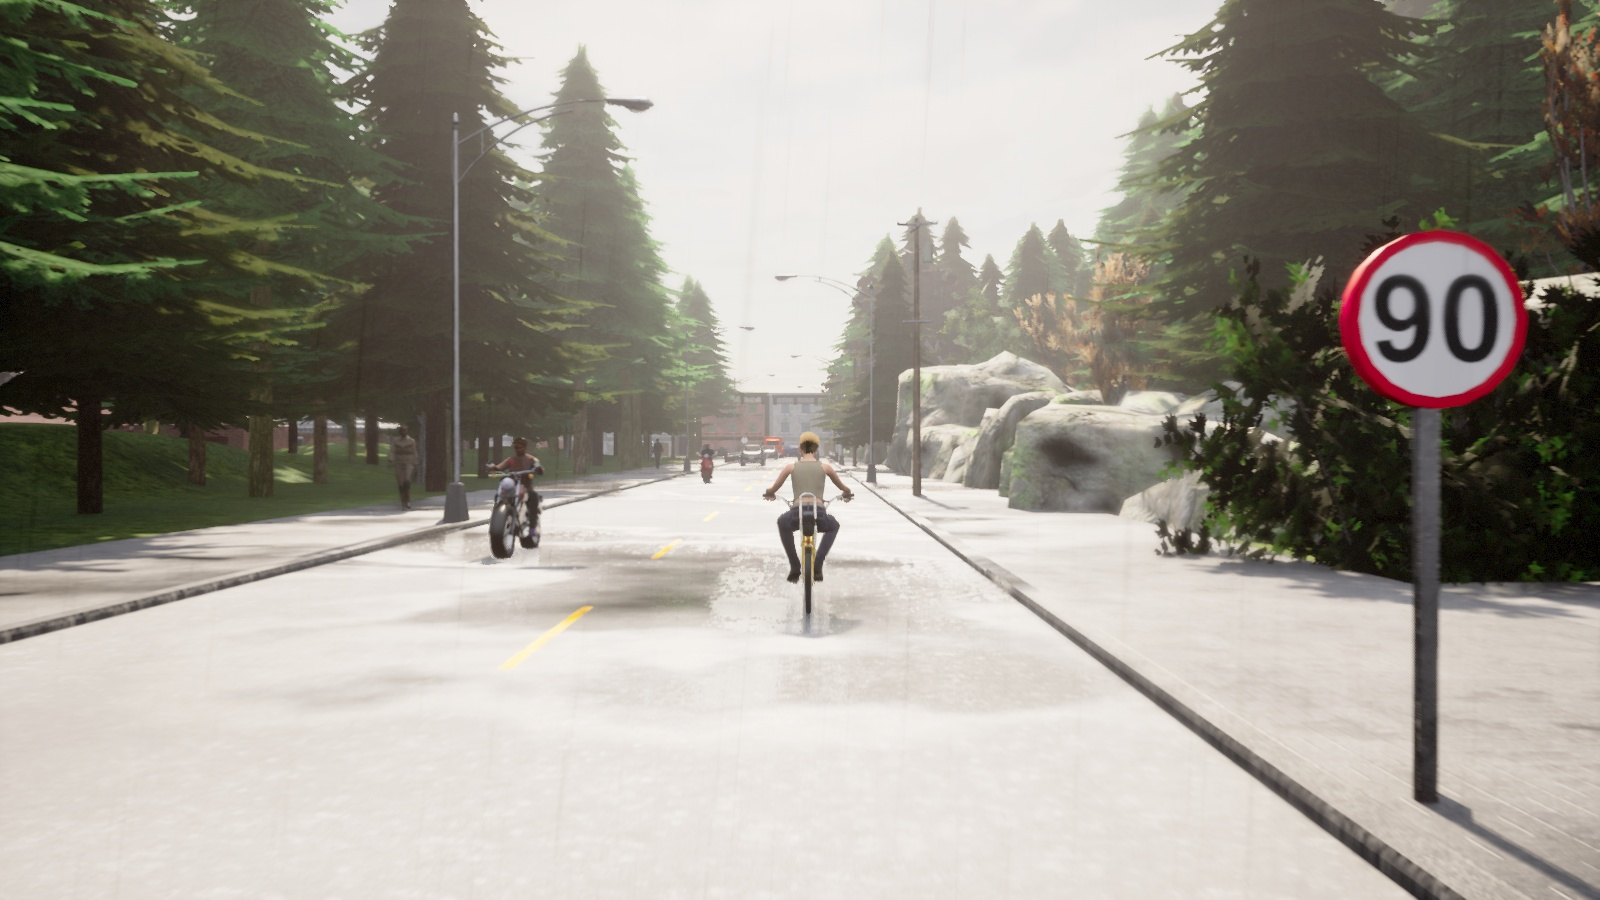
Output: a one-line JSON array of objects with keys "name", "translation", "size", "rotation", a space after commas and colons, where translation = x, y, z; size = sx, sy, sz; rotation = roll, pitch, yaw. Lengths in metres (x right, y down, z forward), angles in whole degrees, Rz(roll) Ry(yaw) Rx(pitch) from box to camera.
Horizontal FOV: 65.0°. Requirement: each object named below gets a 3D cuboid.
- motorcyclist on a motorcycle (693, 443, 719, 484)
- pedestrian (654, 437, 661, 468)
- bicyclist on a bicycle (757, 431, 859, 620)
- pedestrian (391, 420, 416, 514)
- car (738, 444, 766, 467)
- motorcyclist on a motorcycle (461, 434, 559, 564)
[{"name": "motorcyclist on a motorcycle", "translation": [-3.658, 0.506, 49.126], "size": [0.866, 1.590, 1.817], "rotation": [0, 0, 0]}, {"name": "pedestrian", "translation": [-8.446, 0.160, 74.446], "size": [0.353, 1.847, 0.614], "rotation": [0, 0, -1]}, {"name": "bicyclist on a bicycle", "translation": [0.077, 0.639, 11.458], "size": [0.866, 1.612, 1.509], "rotation": [0, 0, 1]}, {"name": "pedestrian", "translation": [-8.245, 0.348, 26.127], "size": [0.396, 1.930, 0.692], "rotation": [0, 0, -10]}, {"name": "car", "translation": [-3.375, 0.376, 89.183], "size": [1.789, 1.549, 3.705], "rotation": [0, 0, 0]}, {"name": "motorcyclist on a motorcycle", "translation": [-3.885, 0.626, 17.042], "size": [0.766, 1.649, 2.350], "rotation": [0, 0, 0]}]
